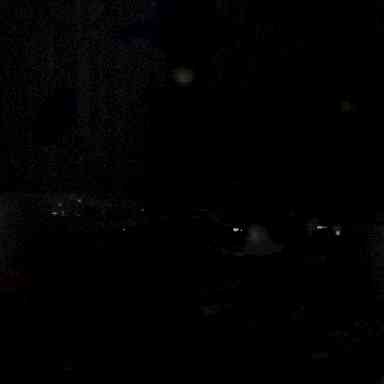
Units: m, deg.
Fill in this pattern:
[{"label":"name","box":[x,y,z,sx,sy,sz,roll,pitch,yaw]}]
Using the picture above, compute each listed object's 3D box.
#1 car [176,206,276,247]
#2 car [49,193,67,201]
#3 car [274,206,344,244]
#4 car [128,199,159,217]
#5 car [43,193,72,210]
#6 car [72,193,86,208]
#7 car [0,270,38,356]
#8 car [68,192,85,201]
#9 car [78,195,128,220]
[{"label":"car","box":[1.117,1.473,15.330,2.128,1.511,4.902,-1,1,-36]},{"label":"car","box":[-26.123,0.988,64.677,2.033,1.411,5.357,-1,1,-36]},{"label":"car","box":[4.685,1.439,15.933,2.128,1.511,4.902,-1,1,-36]},{"label":"car","box":[-4.913,1.361,29.271,2.033,1.411,5.357,-1,1,-36]},{"label":"car","box":[-16.386,1.232,39.704,2.128,1.511,4.902,-1,1,-36]},{"label":"car","box":[-13.973,1.042,41.913,2.097,1.767,4.553,-1,1,-35]},{"label":"car","box":[-4.186,1.545,3.665,4.507,1.381,1.887,0,-1,-36]},{"label":"car","box":[-22.913,0.880,65.778,1.882,1.535,5.008,-1,1,-36]},{"label":"car","box":[-7.323,1.342,27.068,1.882,1.535,5.008,-1,2,-36]}]
